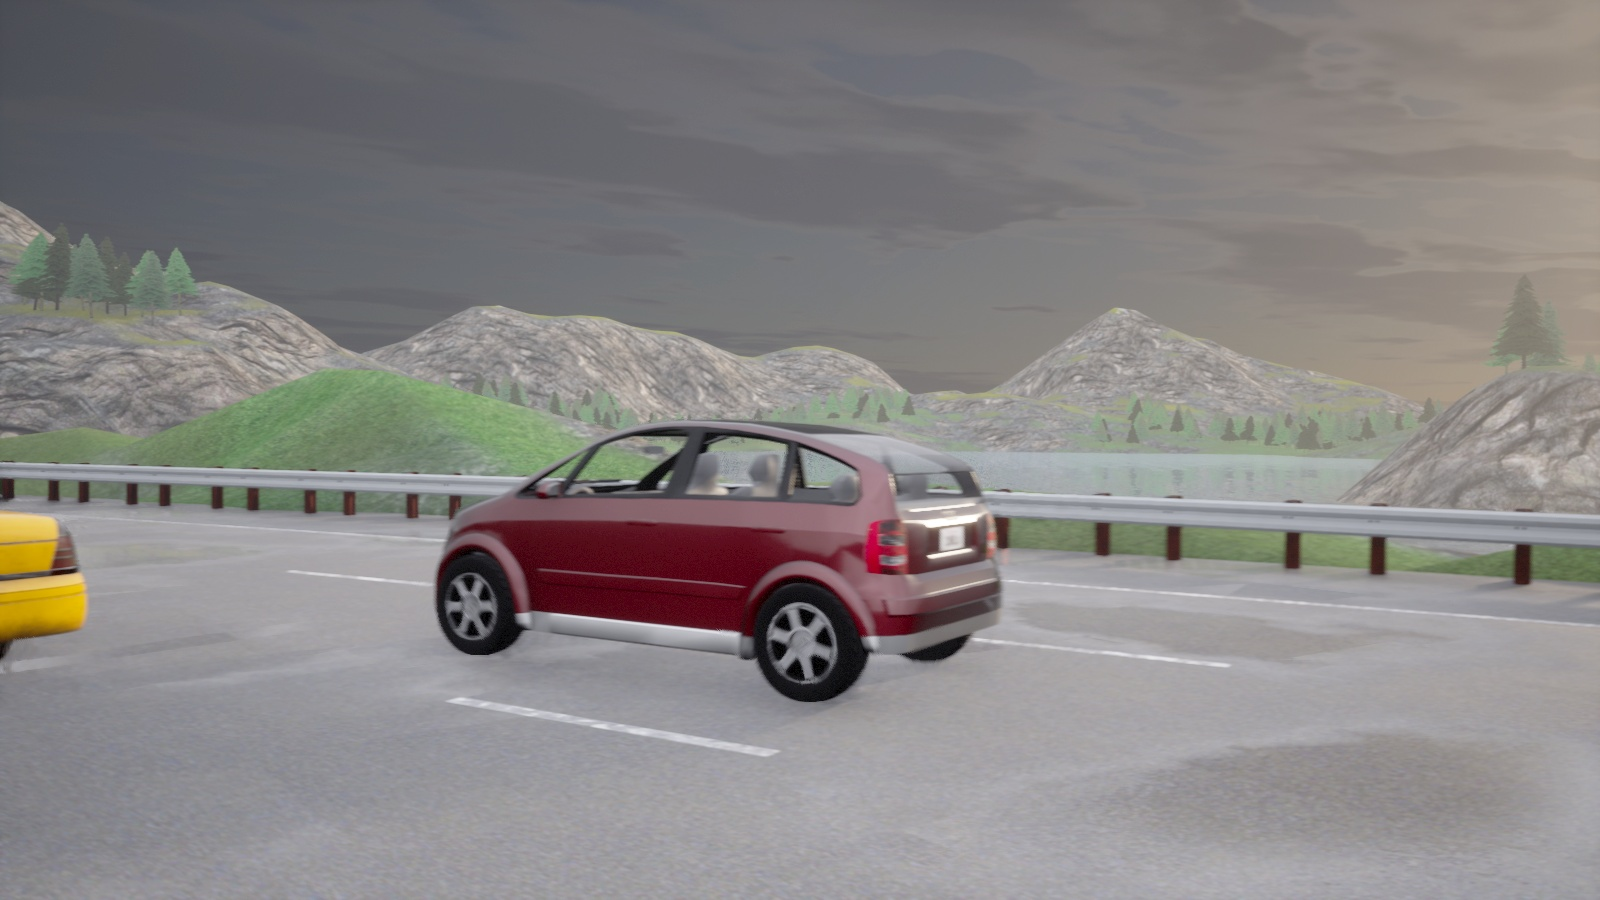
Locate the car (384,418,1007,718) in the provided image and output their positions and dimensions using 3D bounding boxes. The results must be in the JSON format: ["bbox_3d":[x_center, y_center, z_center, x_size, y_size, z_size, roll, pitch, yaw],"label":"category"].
[{"bbox_3d":[-0.734,0.601,8.200,3.705,1.549,1.789,0,1,32],"label":"car"}]

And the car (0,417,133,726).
[{"bbox_3d":[-6.499,0.625,7.576,5.366,1.575,1.801,0,1,30],"label":"car"}]
